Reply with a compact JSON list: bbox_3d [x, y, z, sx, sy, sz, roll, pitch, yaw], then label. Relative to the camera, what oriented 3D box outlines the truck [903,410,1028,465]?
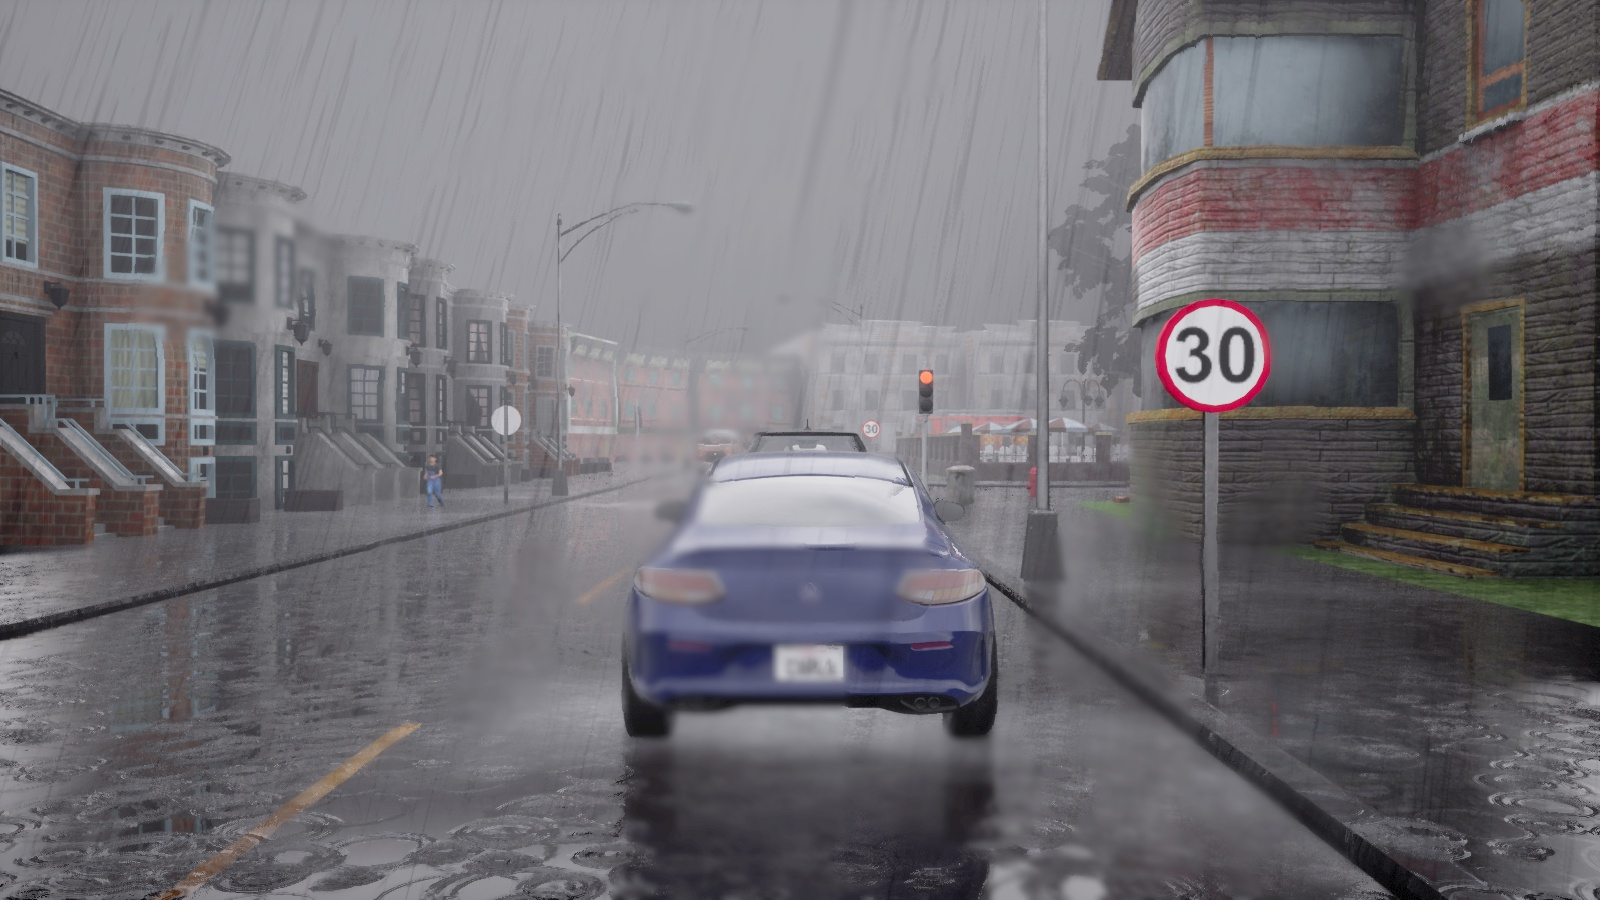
[{"bbox_3d":[11.669,-0.912,89.112,8.468,3.827,2.891,0,0,0],"label":"truck"}]

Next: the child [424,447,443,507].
[{"bbox_3d":[-7.874,0.578,26.960,0.270,1.263,0.437,0,0,1],"label":"child"}]

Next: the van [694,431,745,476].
[{"bbox_3d":[-3.687,0.138,58.264,2.069,2.038,4.480,0,0,0],"label":"van"}]

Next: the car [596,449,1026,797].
[{"bbox_3d":[0.058,0.729,7.638,1.812,1.442,4.674,0,0,0],"label":"car"}]

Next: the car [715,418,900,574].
[{"bbox_3d":[0.102,0.512,16.547,2.097,1.767,4.553,0,0,0],"label":"car"}]
